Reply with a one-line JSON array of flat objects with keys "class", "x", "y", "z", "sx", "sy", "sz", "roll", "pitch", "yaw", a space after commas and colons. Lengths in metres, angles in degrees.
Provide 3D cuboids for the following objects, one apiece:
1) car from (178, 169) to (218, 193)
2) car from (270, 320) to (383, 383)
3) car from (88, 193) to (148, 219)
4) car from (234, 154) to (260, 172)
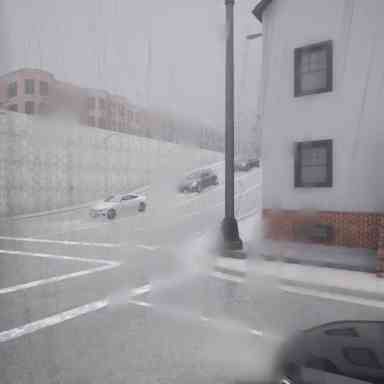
[{"class": "car", "x": 0.565, "y": -1.125, "z": 31.326, "sx": 2.097, "sy": 1.767, "sz": 4.553, "roll": 0, "pitch": 13, "yaw": 34}, {"class": "car", "x": 2.789, "y": 1.526, "z": 1.981, "sx": 4.674, "sy": 1.442, "sz": 1.812, "roll": 0, "pitch": 0, "yaw": 36}, {"class": "car", "x": -5.057, "y": 0.864, "z": 23.298, "sx": 1.812, "sy": 1.442, "sz": 4.674, "roll": 0, "pitch": 7, "yaw": 35}, {"class": "car", "x": 6.244, "y": -3.501, "z": 39.341, "sx": 2.097, "sy": 1.767, "sz": 4.553, "roll": 0, "pitch": 14, "yaw": 35}]
